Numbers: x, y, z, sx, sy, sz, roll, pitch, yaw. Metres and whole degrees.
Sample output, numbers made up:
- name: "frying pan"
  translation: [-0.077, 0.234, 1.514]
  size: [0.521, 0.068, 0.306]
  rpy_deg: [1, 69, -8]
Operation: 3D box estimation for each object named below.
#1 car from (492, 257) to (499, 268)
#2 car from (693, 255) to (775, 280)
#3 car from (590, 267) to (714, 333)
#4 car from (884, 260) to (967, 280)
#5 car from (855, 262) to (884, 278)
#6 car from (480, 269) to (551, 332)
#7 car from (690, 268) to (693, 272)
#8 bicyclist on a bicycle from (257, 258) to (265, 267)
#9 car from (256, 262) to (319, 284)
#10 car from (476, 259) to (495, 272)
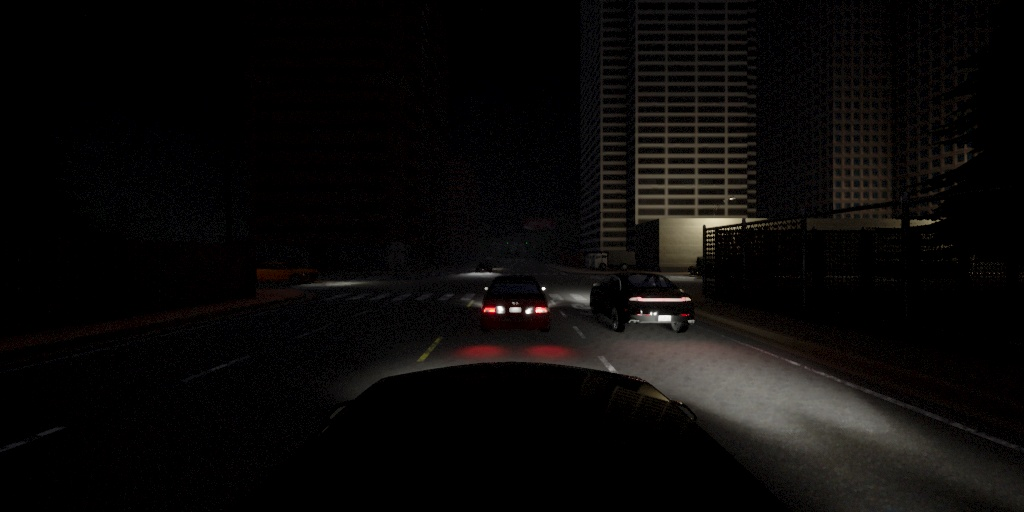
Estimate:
- name: "car"
  translation: [-3.514, 1.219, 58.118]
  size: [1.882, 1.535, 5.008]
  rpy_deg: [0, 0, 0]
- name: "car"
  translation: [18.320, 0.912, 29.213]
  size: [5.566, 2.045, 2.150]
  rpy_deg: [0, 0, 0]
- name: "car"
  translation: [3.613, 1.240, 10.787]
  size: [2.128, 1.511, 4.902]
  rpy_deg: [0, 0, 1]
- name: "car"
  translation: [33.974, 1.168, 29.222]
  size: [5.008, 1.535, 1.882]
  rpy_deg: [0, 0, 0]
- name: "car"
  translation: [34.309, 1.167, 32.722]
  size: [5.008, 1.535, 1.882]
  rpy_deg: [0, 0, 0]
- name: "car"
  translation: [0.090, 1.296, 10.824]
  size: [2.033, 1.411, 5.357]
  rpy_deg: [0, 0, 0]
- name: "car"
  translation: [18.882, 1.194, 32.714]
  size: [4.892, 1.490, 1.837]
  rpy_deg: [0, 0, 0]
- name: "bicyclist on a bicycle"
  translation: [-26.482, 0.990, 37.788]
  size: [0.582, 1.620, 1.656]
  rpy_deg: [0, 0, 10]
- name: "car"
  translation: [-16.457, 1.169, 25.545]
  size: [5.008, 1.535, 1.882]
  rpy_deg: [1, 0, 1]
- name: "car"
  translation: [-3.517, 1.344, 45.523]
  size: [1.895, 1.301, 4.718]
  rpy_deg: [0, 0, 0]
